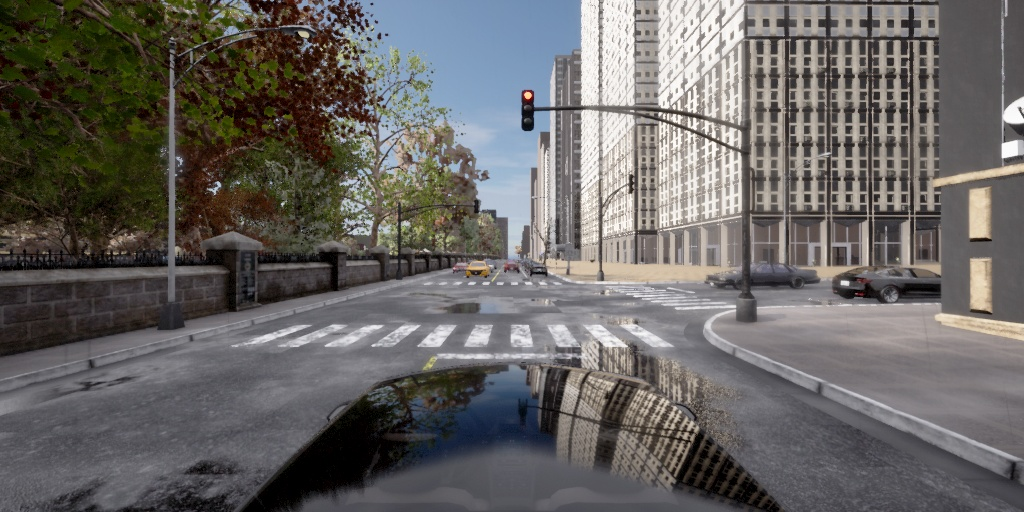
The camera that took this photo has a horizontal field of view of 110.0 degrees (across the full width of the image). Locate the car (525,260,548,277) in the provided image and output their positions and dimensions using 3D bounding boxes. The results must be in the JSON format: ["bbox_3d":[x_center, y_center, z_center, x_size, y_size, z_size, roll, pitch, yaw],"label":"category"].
[{"bbox_3d":[2.583,1.331,36.092,1.948,1.339,4.313,0,0,0],"label":"car"}]

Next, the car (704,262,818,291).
[{"bbox_3d":[13.393,1.054,19.317,5.357,1.411,2.033,-1,0,-1],"label":"car"}]

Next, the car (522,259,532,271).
[{"bbox_3d":[2.566,1.335,41.725,1.948,1.339,4.313,0,0,0],"label":"car"}]

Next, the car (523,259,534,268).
[{"bbox_3d":[2.952,1.297,64.406,1.837,1.490,4.892,0,0,0],"label":"car"}]

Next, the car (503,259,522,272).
[{"bbox_3d":[-0.041,1.298,45.631,1.812,1.442,4.674,0,0,0],"label":"car"}]

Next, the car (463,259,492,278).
[{"bbox_3d":[-3.199,1.241,34.263,1.882,1.535,5.008,0,0,0],"label":"car"}]

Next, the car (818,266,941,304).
[{"bbox_3d":[14.649,1.026,13.547,4.313,1.339,1.948,0,0,0],"label":"car"}]

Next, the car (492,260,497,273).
[{"bbox_3d":[-3.228,1.372,44.326,1.895,1.301,4.718,0,0,0],"label":"car"}]

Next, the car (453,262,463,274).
[{"bbox_3d":[-5.815,1.351,41.699,1.802,1.307,4.207,0,0,0],"label":"car"}]

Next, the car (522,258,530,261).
[{"bbox_3d":[2.548,1.339,47.357,1.948,1.339,4.313,0,0,0],"label":"car"}]

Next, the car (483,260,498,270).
[{"bbox_3d":[-3.253,1.329,54.881,2.033,1.411,5.357,0,0,0],"label":"car"}]
